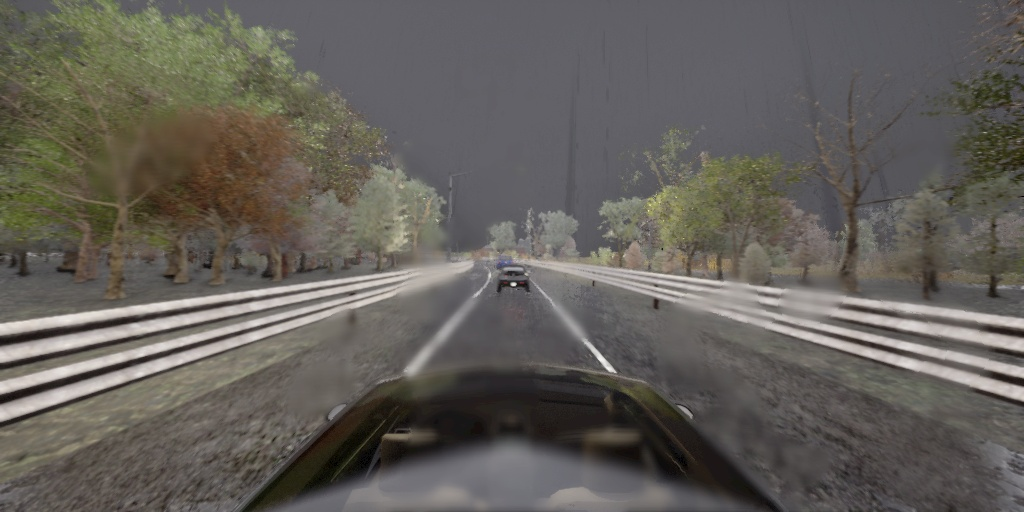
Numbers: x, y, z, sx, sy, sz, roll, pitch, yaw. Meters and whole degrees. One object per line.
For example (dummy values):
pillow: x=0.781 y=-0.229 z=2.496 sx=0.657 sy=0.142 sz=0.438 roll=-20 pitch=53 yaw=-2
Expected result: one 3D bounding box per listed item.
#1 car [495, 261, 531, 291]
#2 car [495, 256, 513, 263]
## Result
car: x=0.065 y=1.265 z=21.749 sx=1.837 sy=1.490 sz=4.892 roll=1 pitch=0 yaw=-1
car: x=-0.991 y=0.963 z=47.139 sx=2.150 sy=2.045 sz=5.566 roll=1 pitch=0 yaw=-5
